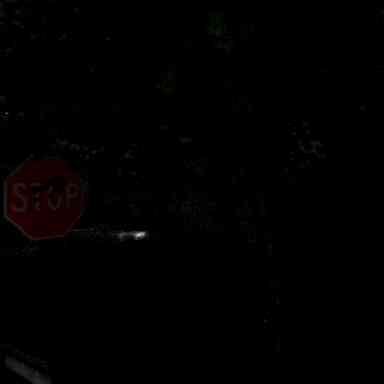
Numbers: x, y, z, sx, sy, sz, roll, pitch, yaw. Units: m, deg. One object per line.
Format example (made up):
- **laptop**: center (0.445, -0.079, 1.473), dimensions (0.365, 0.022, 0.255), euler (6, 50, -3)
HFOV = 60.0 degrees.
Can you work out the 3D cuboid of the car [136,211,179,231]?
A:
- **car**: center (-3.033, 2.093, 25.909), dimensions (1.882, 1.535, 5.008), euler (-1, -3, 35)
